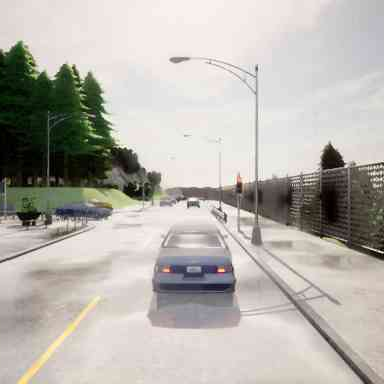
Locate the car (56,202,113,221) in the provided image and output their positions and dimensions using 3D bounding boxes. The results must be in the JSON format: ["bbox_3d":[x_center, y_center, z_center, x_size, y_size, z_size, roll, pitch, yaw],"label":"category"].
[{"bbox_3d":[-8.850,1.525,27.262,4.674,1.442,1.812,0,-1,13],"label":"car"}]

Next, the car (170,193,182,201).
[{"bbox_3d":[-3.903,1.225,72.810,2.150,2.045,5.566,0,0,0],"label":"car"}]

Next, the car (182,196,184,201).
[{"bbox_3d":[-3.689,1.540,86.799,5.357,1.411,2.033,0,0,40],"label":"car"}]

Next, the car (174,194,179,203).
[{"bbox_3d":[-3.979,1.526,62.405,1.812,1.442,4.674,0,0,1],"label":"car"}]

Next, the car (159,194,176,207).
[{"bbox_3d":[-4.023,1.505,52.507,1.837,1.490,4.892,0,0,0],"label":"car"}]

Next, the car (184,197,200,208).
[{"bbox_3d":[0.201,1.547,48.984,2.033,1.411,5.357,0,0,0],"label":"car"}]

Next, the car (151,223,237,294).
[{"bbox_3d":[0.058,1.547,8.960,2.033,1.411,5.357,0,0,1],"label":"car"}]
